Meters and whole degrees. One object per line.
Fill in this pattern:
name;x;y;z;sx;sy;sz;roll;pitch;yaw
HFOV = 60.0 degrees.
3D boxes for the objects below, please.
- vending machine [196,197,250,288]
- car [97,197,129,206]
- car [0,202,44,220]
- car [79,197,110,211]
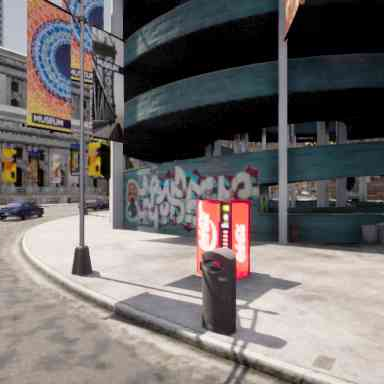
vending machine;0.791;1.195;8.448;0.880;2.100;1.100;0;0;45
car;-13.699;1.547;58.000;2.033;1.411;5.357;0;0;35
car;-14.265;1.526;28.065;1.812;1.442;4.674;0;0;0
car;-11.536;1.547;41.193;2.033;1.411;5.357;0;0;25
